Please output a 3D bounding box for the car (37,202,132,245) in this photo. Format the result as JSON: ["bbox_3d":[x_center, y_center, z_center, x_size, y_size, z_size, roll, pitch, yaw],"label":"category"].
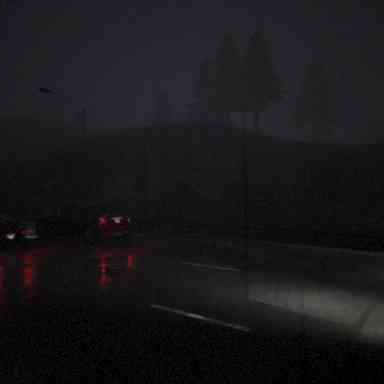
[{"bbox_3d":[-4.994,1.240,15.161,4.553,1.767,2.097,1,0,30],"label":"car"}]

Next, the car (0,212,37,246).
[{"bbox_3d":[-8.577,1.409,13.172,4.674,1.442,1.812,1,0,29],"label":"car"}]
